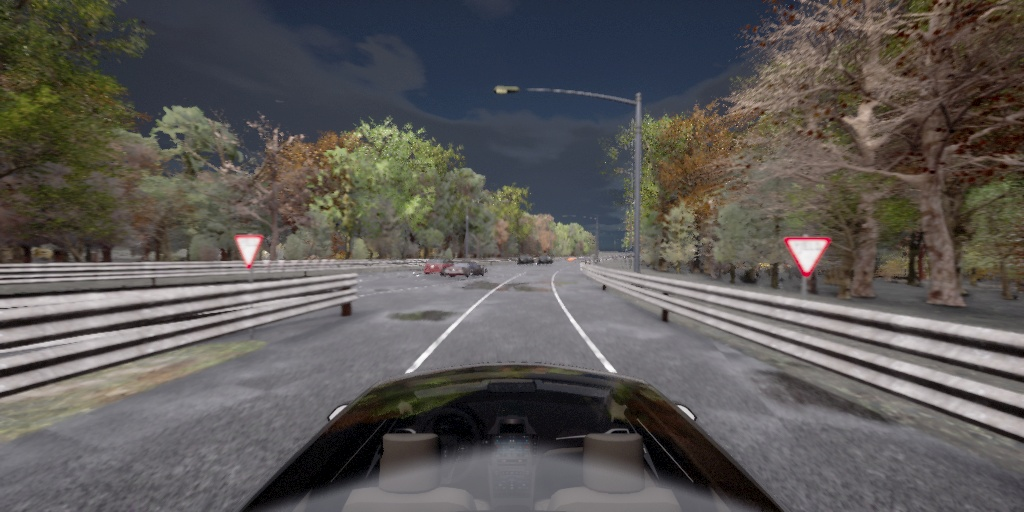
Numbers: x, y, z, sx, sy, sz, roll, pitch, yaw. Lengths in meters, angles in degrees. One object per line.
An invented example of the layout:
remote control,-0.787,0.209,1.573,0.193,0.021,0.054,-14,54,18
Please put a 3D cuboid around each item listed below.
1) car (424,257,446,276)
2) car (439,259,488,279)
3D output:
car,-6.651,1.010,35.167,2.097,1.767,4.553,1,0,20
car,-4.011,1.246,32.176,2.033,1.411,5.357,1,0,20
